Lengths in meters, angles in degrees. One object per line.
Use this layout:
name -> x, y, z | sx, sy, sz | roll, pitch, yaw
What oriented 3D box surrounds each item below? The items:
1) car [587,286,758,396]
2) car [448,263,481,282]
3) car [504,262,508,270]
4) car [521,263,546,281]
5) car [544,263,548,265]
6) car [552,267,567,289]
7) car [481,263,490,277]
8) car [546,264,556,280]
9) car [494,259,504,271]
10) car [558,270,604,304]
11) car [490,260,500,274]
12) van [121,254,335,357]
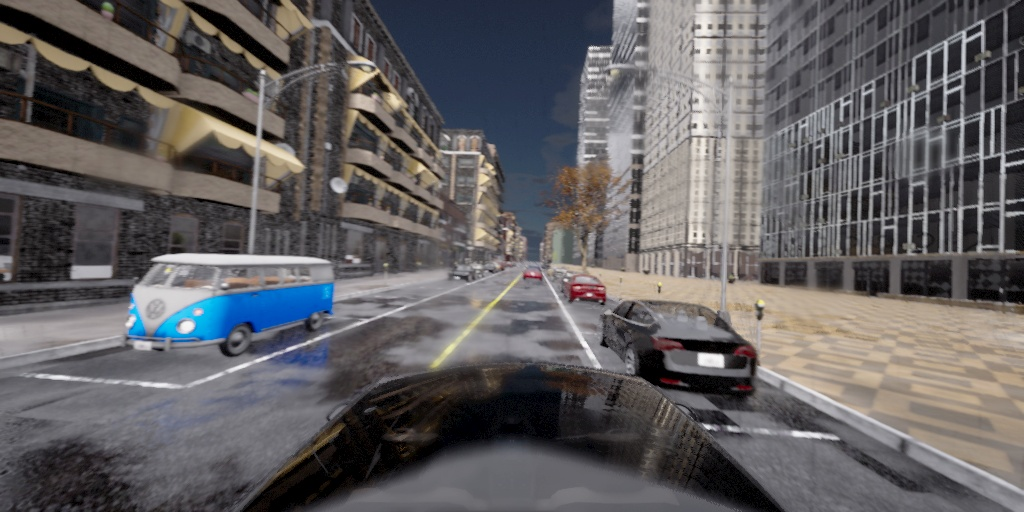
car -> 2.835, 1.498, 7.017 | 1.948, 1.339, 4.313 | 0, 0, 4
car -> -4.089, 1.353, 29.791 | 1.948, 1.339, 4.313 | 0, 0, 4
car -> -2.303, 1.432, 57.580 | 2.192, 1.841, 5.009 | 0, 0, 4
car -> 2.130, 1.714, 36.601 | 1.994, 1.385, 4.181 | 3, 0, 4
car -> 5.347, 1.914, 46.091 | 1.751, 1.417, 4.829 | 0, 0, 4
car -> 3.907, 1.677, 23.689 | 2.007, 1.370, 4.403 | 0, 0, 4
car -> -3.732, 1.403, 35.348 | 2.007, 1.370, 4.403 | 0, 0, 4
car -> 4.622, 1.807, 34.805 | 2.007, 1.370, 4.403 | 0, 0, 4
car -> -2.671, 1.576, 51.852 | 1.751, 1.417, 4.829 | 0, 0, 4
car -> 3.549, 1.606, 18.131 | 1.888, 1.381, 4.507 | 0, 0, 4
car -> -3.017, 1.550, 46.464 | 1.948, 1.339, 4.313 | 0, 0, 4
van -> -5.519, 0.868, 7.560 | 1.690, 1.789, 3.998 | 0, 0, 4
